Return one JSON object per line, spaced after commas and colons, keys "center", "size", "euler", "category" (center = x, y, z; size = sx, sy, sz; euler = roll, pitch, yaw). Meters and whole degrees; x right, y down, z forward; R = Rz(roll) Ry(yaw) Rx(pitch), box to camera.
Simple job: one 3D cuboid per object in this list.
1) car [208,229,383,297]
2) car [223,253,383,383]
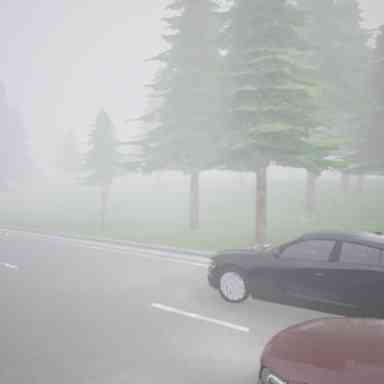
{"center": [2.642, 1.468, 6.405], "size": [5.008, 1.535, 1.882], "euler": [0, 0, 35], "category": "car"}
{"center": [2.703, 1.533, 2.063], "size": [4.674, 1.442, 1.812], "euler": [0, 0, 36], "category": "car"}
